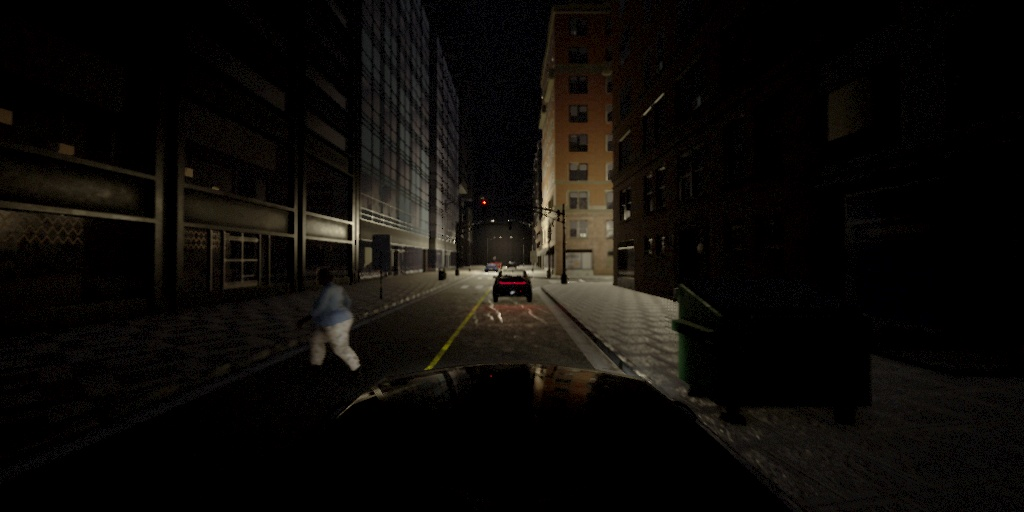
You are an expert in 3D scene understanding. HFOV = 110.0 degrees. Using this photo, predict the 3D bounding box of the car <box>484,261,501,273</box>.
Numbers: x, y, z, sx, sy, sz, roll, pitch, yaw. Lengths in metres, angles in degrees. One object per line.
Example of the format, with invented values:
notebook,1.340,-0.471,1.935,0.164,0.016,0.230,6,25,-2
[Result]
car,-3.087,1.833,54.108,1.994,1.385,4.181,0,0,0

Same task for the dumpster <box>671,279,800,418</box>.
dumpster,3.135,1.187,5.545,1.020,1.700,1.940,0,0,0

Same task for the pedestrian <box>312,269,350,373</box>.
pedestrian,-2.939,1.086,5.851,0.375,1.860,0.375,0,-1,-10

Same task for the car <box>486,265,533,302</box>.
car,0.039,1.412,18.063,2.128,1.511,4.902,0,-1,0
